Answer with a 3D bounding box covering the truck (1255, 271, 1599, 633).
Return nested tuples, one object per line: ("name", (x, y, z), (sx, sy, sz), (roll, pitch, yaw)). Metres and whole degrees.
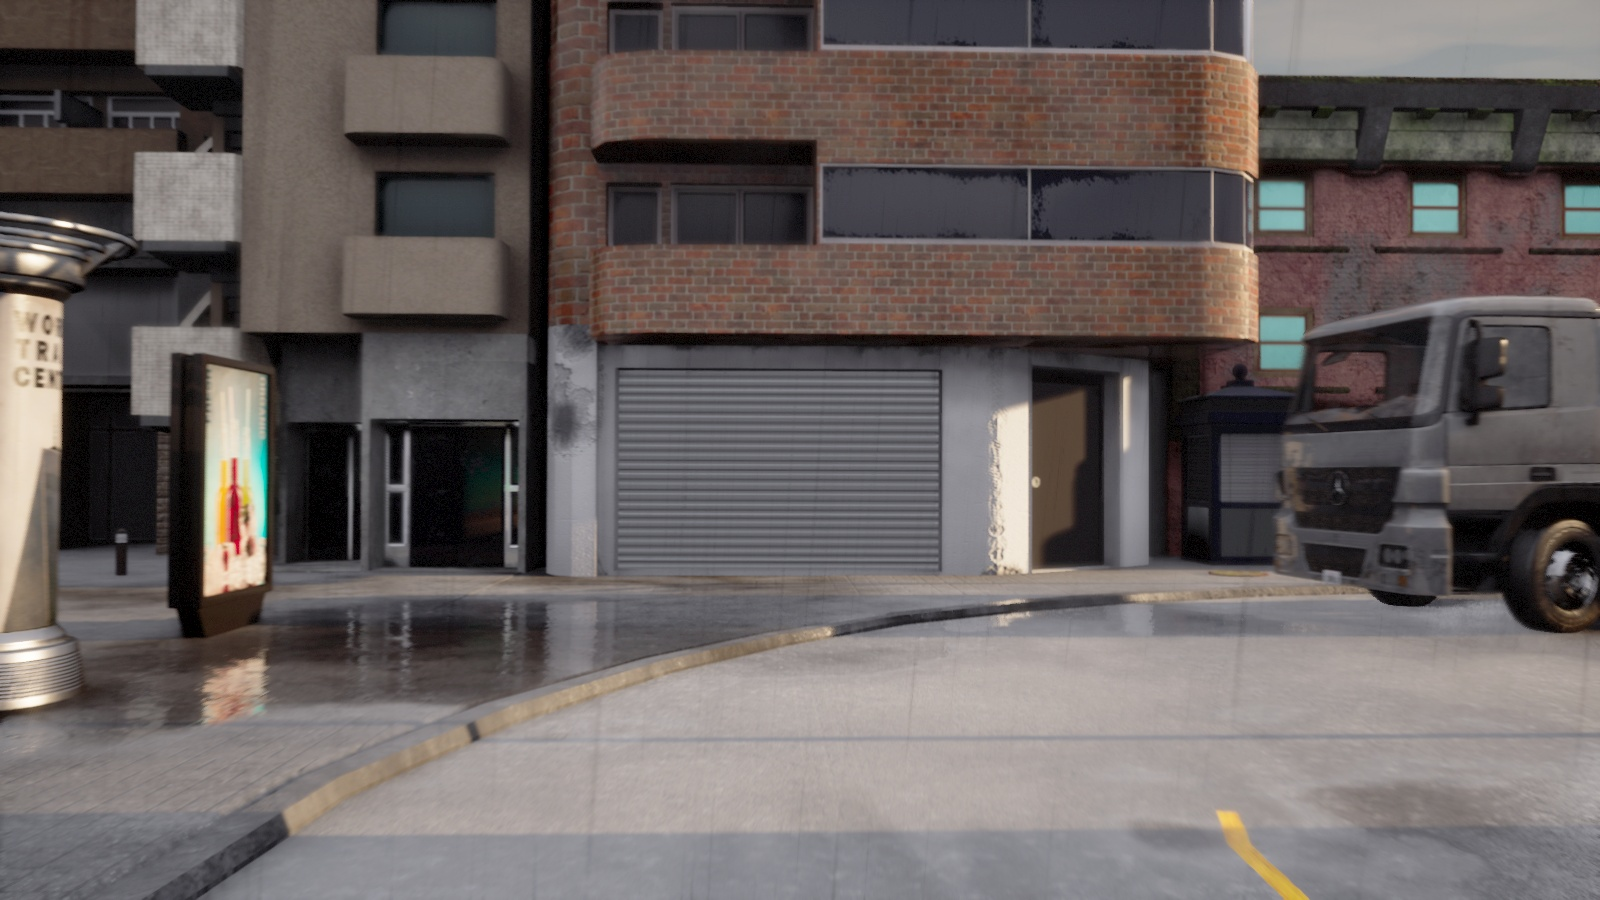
("truck", (9.541, 0.033, 14.025), (7.936, 3.462, 2.891), (0, -1, -9))
